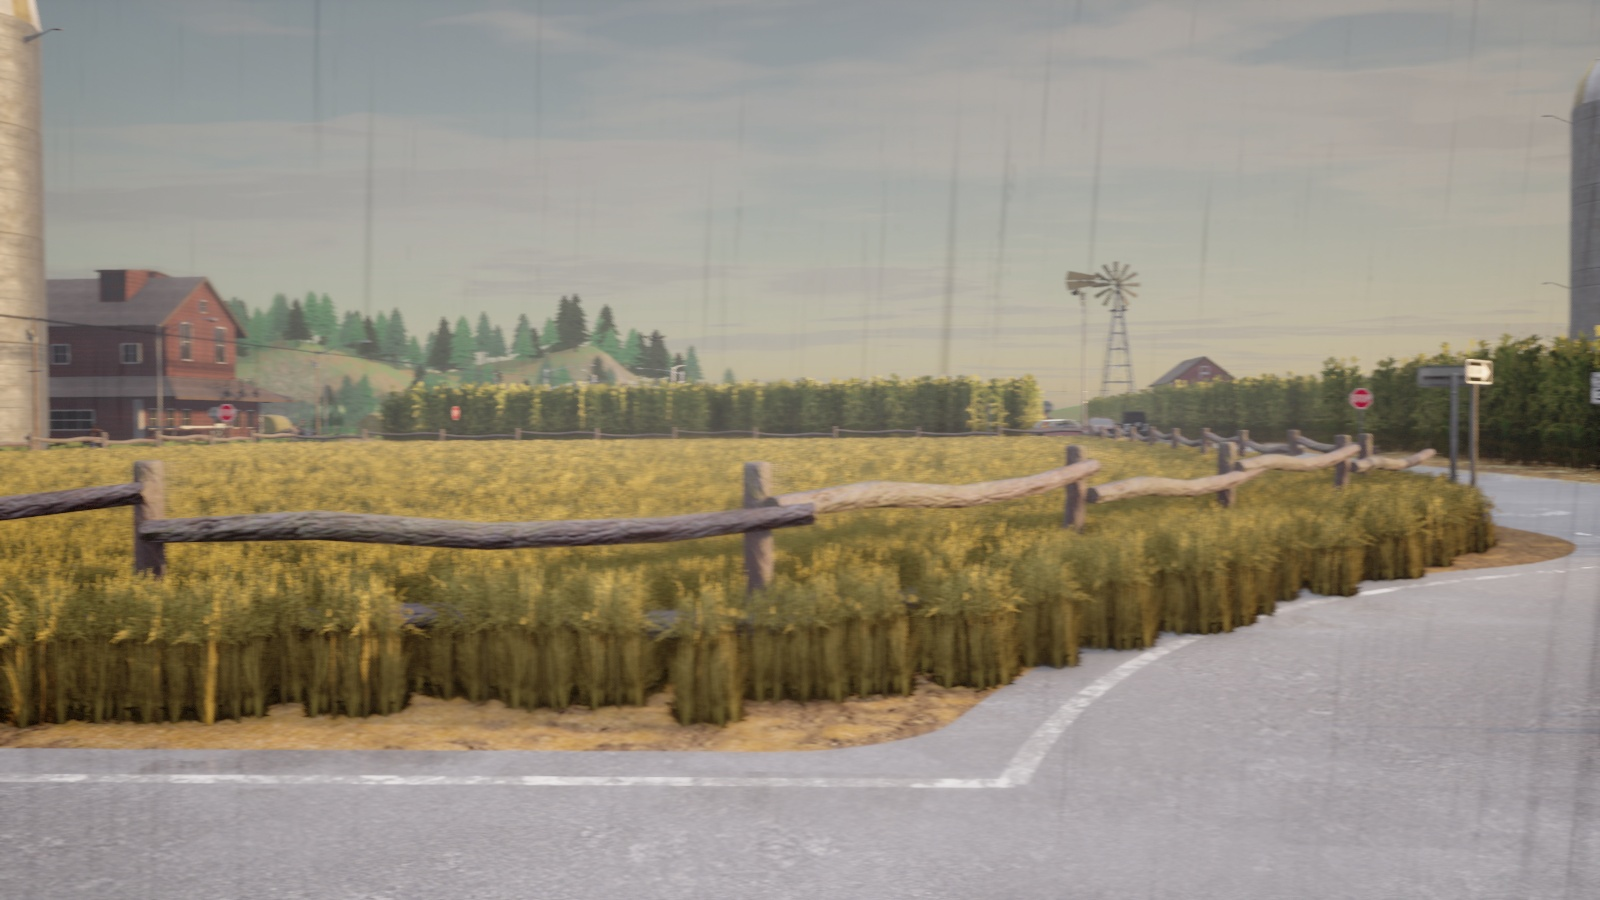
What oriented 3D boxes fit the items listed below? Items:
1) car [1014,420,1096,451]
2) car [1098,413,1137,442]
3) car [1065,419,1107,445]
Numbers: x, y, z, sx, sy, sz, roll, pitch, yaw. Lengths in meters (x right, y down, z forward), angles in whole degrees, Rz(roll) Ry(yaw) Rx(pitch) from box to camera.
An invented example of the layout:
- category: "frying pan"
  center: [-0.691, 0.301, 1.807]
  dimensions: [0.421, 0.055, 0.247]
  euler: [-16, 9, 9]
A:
- category: "car"
  center: [12.804, -0.757, 63.240]
  dimensions: [3.806, 1.475, 1.970]
  euler: [-1, 1, 5]
- category: "car"
  center: [21.317, -1.521, 84.428]
  dimensions: [1.905, 1.878, 3.866]
  euler: [0, 2, 5]
- category: "car"
  center: [17.508, -1.144, 77.088]
  dimensions: [1.882, 1.535, 5.008]
  euler: [0, 1, 5]
